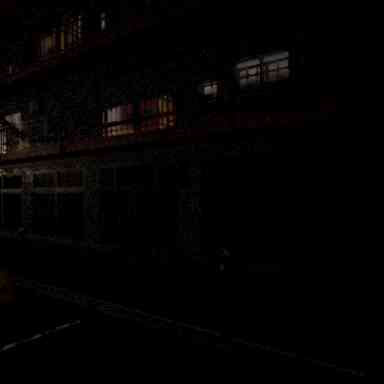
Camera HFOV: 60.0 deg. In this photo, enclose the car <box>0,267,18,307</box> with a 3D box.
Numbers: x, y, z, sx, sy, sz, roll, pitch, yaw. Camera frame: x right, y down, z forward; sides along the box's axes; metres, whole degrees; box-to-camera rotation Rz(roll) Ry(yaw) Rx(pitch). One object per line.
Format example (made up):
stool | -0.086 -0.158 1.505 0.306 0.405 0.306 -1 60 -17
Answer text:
car | -5.396 1.562 6.724 4.829 1.417 1.752 0 0 35
